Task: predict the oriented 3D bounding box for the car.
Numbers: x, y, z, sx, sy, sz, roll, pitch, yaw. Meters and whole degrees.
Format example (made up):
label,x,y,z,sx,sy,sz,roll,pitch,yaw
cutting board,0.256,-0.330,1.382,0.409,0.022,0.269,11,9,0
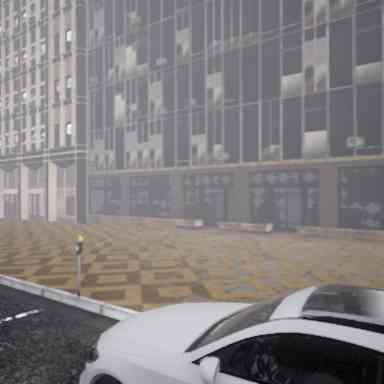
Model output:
label,x,y,z,sx,sy,sz,roll,pitch,yaw
car,1.089,1.533,2.659,4.674,1.442,1.812,-1,-1,36
